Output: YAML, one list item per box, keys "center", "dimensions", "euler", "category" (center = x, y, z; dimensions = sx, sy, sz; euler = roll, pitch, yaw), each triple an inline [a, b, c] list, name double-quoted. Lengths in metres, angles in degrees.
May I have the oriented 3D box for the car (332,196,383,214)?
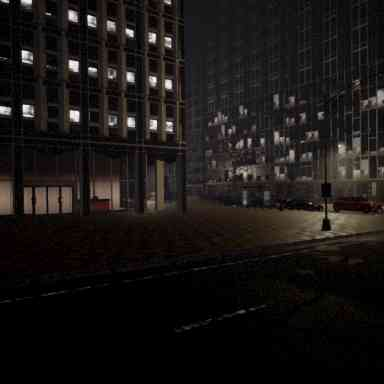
- center: [16.897, 1.206, 34.073]
  dimensions: [2.097, 1.767, 4.553]
  euler: [-1, 1, -35]
  category: "car"

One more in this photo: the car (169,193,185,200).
- center: [-3.356, 0.935, 73.838]
  dimensions: [1.802, 1.307, 4.206]
  euler: [0, 1, -34]
  category: "car"

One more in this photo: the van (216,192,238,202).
- center: [6.291, 0.855, 59.776]
  dimensions: [1.690, 1.788, 3.998]
  euler: [0, 1, -34]
  category: "van"

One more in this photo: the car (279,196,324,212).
- center: [12.138, 1.423, 36.220]
  dimensions: [1.947, 1.339, 4.313]
  euler: [0, 1, -34]
  category: "car"

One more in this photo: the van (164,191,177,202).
- center: [-3.834, 0.937, 59.722]
  dimensions: [1.690, 1.788, 3.998]
  euler: [0, 1, -34]
  category: "van"

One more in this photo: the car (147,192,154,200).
- center: [-10.266, 1.039, 69.097]
  dimensions: [2.008, 1.369, 4.403]
  euler: [0, 1, -34]
  category: "car"

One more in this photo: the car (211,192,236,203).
- center: [5.450, 1.175, 50.776]
  dimensions: [1.837, 1.490, 4.892]
  euler: [-1, 1, -34]
  category: "car"

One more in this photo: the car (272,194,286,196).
- center: [11.304, 1.117, 42.225]
  dimensions: [2.097, 1.767, 4.553]
  euler: [-1, 1, -34]
  category: "car"

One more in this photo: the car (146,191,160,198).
- center: [-9.789, 0.685, 83.208]
  dimensions: [1.967, 1.590, 4.097]
  euler: [0, 1, -34]
  category: "car"

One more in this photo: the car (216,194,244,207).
- center: [5.769, 1.319, 45.637]
  dimensions: [1.947, 1.339, 4.313]
  euler: [0, 1, -34]
  category: "car"

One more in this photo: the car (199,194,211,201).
- center: [3.076, 1.043, 64.465]
  dimensions: [1.802, 1.307, 4.206]
  euler: [0, 1, -34]
  category: "car"

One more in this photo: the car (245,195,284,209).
- center: [8.936, 1.387, 40.919]
  dimensions: [1.802, 1.307, 4.206]
  euler: [0, 1, -34]
  category: "car"
